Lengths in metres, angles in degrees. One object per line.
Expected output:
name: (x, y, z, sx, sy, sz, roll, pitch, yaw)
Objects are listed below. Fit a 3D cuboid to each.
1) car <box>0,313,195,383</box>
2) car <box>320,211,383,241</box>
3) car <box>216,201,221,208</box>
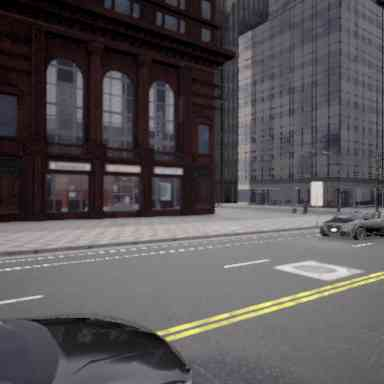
car: (-2.167, 1.485, 1.892, 4.902, 1.511, 2.128, 1, 0, -36)
car: (8.768, 1.746, 17.918, 4.181, 1.385, 1.994, 1, -1, -35)
car: (3.045, 1.988, 57.444, 1.837, 1.490, 4.892, 0, 0, -35)
